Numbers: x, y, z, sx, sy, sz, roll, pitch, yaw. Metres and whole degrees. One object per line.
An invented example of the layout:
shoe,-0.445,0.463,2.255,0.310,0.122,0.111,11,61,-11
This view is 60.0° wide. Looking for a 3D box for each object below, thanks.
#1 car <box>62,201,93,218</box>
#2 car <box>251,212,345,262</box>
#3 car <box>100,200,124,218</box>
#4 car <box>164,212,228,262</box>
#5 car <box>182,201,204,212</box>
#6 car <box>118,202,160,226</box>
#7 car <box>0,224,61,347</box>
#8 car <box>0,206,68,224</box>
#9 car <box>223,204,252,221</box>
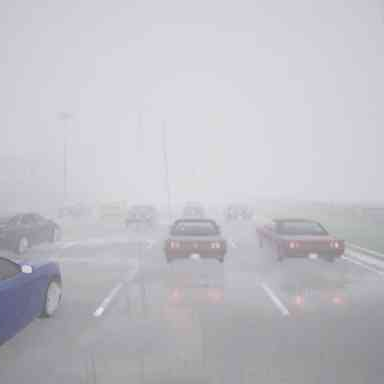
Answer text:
car,-10.405,1.540,29.724,1.812,1.442,4.674,0,0,0
car,3.603,1.607,12.077,1.895,1.301,4.718,0,0,0
car,-6.891,1.493,30.265,1.882,1.535,5.008,0,0,0
car,0.103,1.607,12.034,1.895,1.301,4.718,0,0,0
car,0.095,1.541,29.722,1.812,1.442,4.674,0,0,0
car,-3.394,1.559,23.347,2.033,1.411,5.357,0,0,0
car,-3.407,1.480,4.340,1.882,1.535,5.008,0,0,0
car,-6.897,1.511,13.209,1.837,1.490,4.892,0,0,0
car,3.608,1.615,27.116,1.895,1.301,4.718,0,0,0
